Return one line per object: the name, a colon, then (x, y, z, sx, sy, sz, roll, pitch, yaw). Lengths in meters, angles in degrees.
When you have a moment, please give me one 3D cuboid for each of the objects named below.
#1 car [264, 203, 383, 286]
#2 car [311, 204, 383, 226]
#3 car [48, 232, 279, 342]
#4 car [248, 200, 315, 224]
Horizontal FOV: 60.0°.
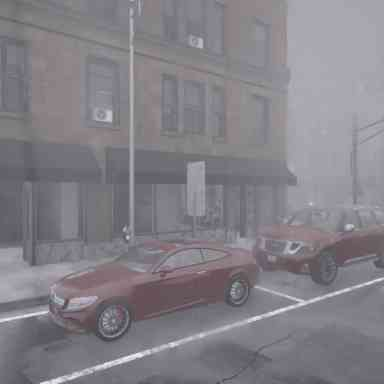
car: (4.008, 1.315, 9.618, 5.009, 1.841, 2.192, 0, 0, -35)
car: (11.433, 1.604, 24.550, 1.895, 1.301, 4.718, 0, 0, -36)
car: (-0.491, 1.582, 6.414, 4.206, 1.307, 1.802, 0, 0, -35)
car: (6.813, 1.487, 25.884, 1.882, 1.535, 5.008, 0, 0, -35)
